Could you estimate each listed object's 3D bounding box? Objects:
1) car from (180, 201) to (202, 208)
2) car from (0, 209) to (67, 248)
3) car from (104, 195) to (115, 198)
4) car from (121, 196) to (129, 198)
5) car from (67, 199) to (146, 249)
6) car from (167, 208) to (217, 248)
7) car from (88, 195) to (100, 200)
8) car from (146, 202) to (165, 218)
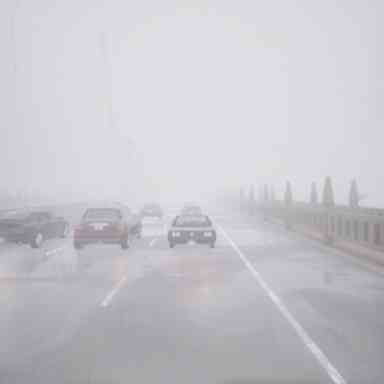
[{"bbox_3d":[-0.057,1.533,29.833,1.812,1.442,4.674,0,0,-1],"label":"car"},{"bbox_3d":[-7.000,1.516,14.650,1.837,1.490,4.892,0,0,0],"label":"car"},{"bbox_3d":[-18.848,1.485,76.013,1.837,1.490,4.892,0,0,-2],"label":"car"},{"bbox_3d":[-15.349,1.538,76.114,1.994,1.385,4.181,0,0,-2],"label":"car"},{"bbox_3d":[-3.500,1.366,14.620,2.097,1.767,4.553,0,0,0],"label":"car"},{"bbox_3d":[0.000,1.616,14.680,1.895,1.301,4.718,0,0,0],"label":"car"},{"bbox_3d":[-22.347,1.485,75.912,1.837,1.490,4.892,0,0,-2],"label":"car"},{"bbox_3d":[-3.557,1.572,29.780,1.994,1.385,4.181,0,0,-1],"label":"car"}]
